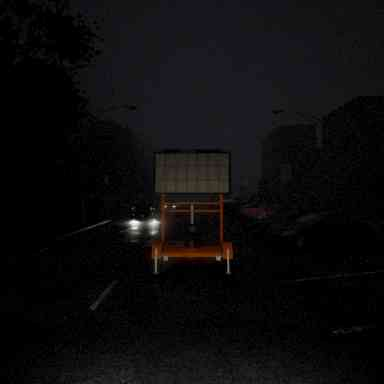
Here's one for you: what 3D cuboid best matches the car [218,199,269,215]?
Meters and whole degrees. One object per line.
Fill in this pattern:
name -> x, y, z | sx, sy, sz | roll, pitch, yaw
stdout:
car -> 5.377, 1.545, 34.811 | 4.792, 1.488, 2.163 | 1, 0, -20

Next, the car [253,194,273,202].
car -> 18.531, 1.464, 86.854 | 2.435, 2.045, 5.566 | 0, 0, -21

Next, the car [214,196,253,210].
car -> 5.417, 1.414, 43.827 | 4.553, 1.767, 2.185 | 1, 0, -20

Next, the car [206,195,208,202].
car -> 5.486, 1.584, 55.848 | 5.008, 1.535, 2.097 | 1, -1, -20

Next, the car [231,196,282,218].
car -> 5.384, 1.370, 22.821 | 4.553, 1.767, 2.185 | 1, 0, -20

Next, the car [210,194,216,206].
car -> 5.397, 1.271, 37.813 | 5.566, 2.045, 2.435 | 1, 0, -20

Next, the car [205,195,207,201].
car -> 5.535, 1.392, 70.886 | 5.566, 2.045, 2.435 | 1, 0, -20

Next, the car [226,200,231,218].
car -> 5.360, 1.539, 25.818 | 4.674, 1.452, 2.002 | 1, 0, -20

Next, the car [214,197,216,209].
car -> 5.217, 1.504, 31.754 | 5.366, 1.575, 1.946 | 1, 0, -20

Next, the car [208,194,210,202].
car -> 5.518, 1.447, 52.845 | 4.553, 1.767, 2.185 | 1, 0, -20

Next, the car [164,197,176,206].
car -> -3.915, 1.587, 58.696 | 1.882, 1.535, 5.008 | 0, 0, 0

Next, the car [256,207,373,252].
car -> 5.322, 1.528, 13.808 | 4.674, 1.452, 2.002 | 1, 0, -20

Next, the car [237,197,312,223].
car -> 5.372, 1.366, 19.820 | 4.553, 1.767, 2.185 | 1, 0, -20

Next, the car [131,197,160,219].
car -> -3.970, 1.370, 28.916 | 2.097, 1.767, 4.553 | 0, 0, 0

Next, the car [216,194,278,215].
car -> 5.367, 1.252, 28.796 | 5.566, 2.045, 2.435 | 1, 0, -20

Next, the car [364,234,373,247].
car -> 5.313, 1.487, 4.808 | 4.892, 1.521, 2.231 | 1, 0, -20

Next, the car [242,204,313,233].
car -> 5.301, 1.518, 16.800 | 4.792, 1.488, 2.163 | 1, 0, -20

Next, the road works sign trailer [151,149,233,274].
road works sign trailer -> 0.007, 0.465, 10.537 | 2.380, 3.560, 2.880 | 0, 0, 0

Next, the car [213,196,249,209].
car -> 5.430, 1.424, 46.828 | 4.553, 1.767, 2.185 | 1, 0, -20
